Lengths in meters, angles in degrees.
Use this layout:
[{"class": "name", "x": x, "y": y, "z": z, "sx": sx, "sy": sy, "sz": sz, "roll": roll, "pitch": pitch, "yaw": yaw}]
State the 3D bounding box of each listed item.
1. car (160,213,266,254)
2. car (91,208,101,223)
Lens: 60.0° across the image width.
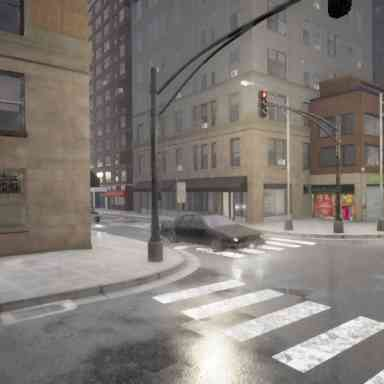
[{"class": "car", "x": 0.623, "y": 1.659, "z": 14.547, "sx": 2.033, "sy": 1.411, "sz": 5.357, "roll": -1, "pitch": 0, "yaw": -37}, {"class": "car", "x": -9.140, "y": 1.782, "z": 27.370, "sx": 1.812, "sy": 1.442, "sz": 4.674, "roll": -1, "pitch": 0, "yaw": -37}]
